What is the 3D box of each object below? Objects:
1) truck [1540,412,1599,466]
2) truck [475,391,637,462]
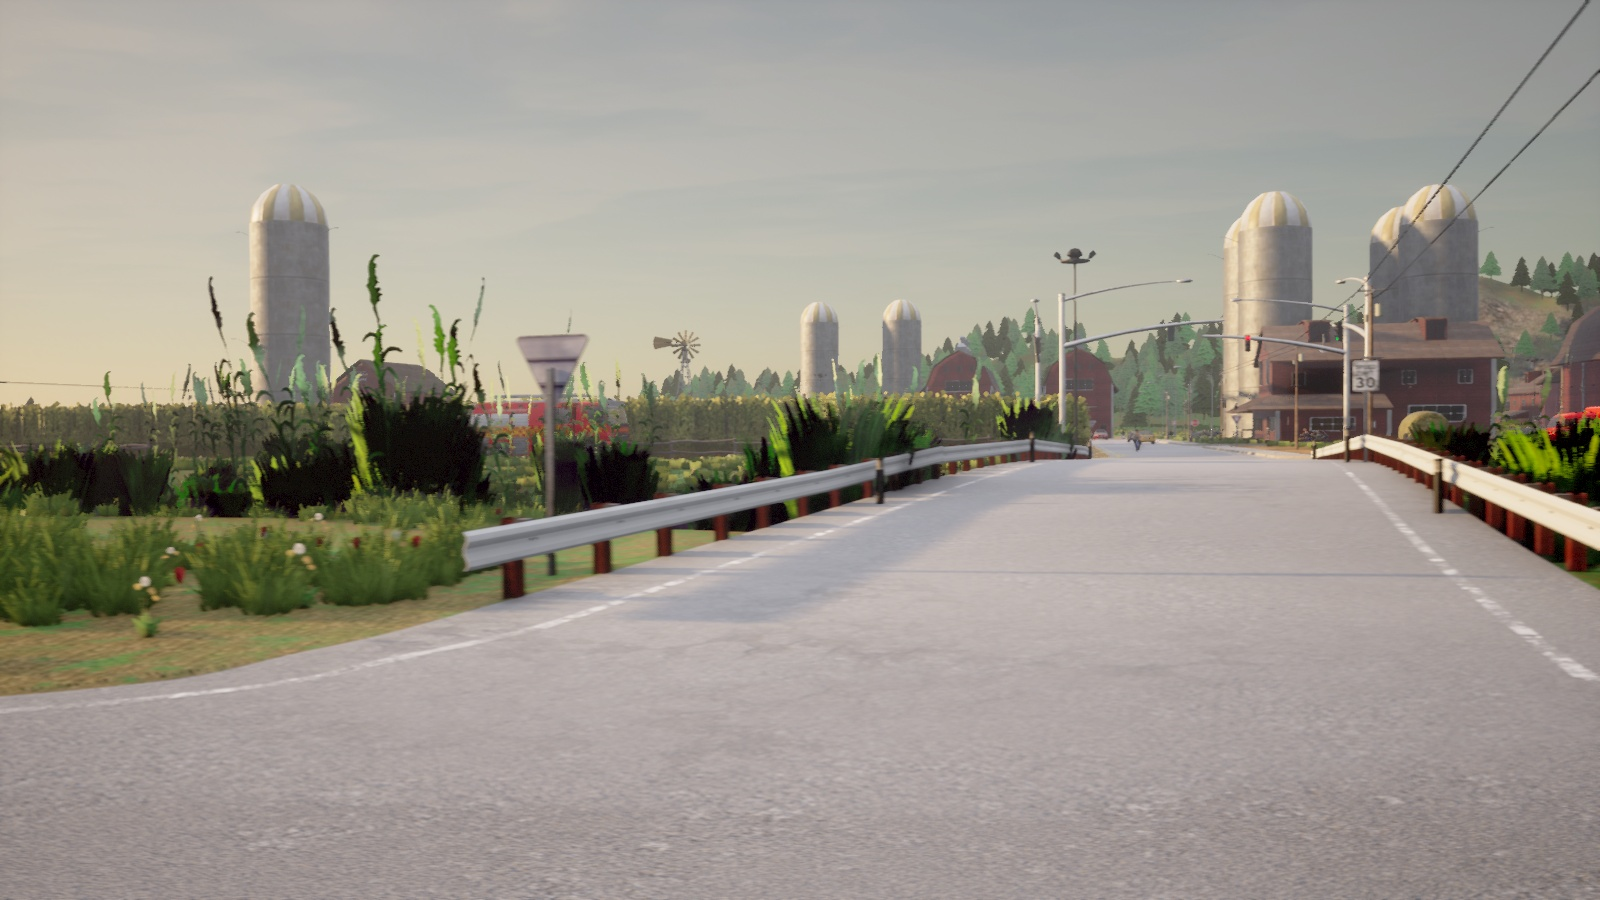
[{"bbox_3d":[37.441,-0.503,57.920,5.204,2.467,2.627,0,1,15],"label":"truck"},{"bbox_3d":[-13.689,-1.317,70.625,8.468,3.827,2.891,0,1,12],"label":"truck"}]
